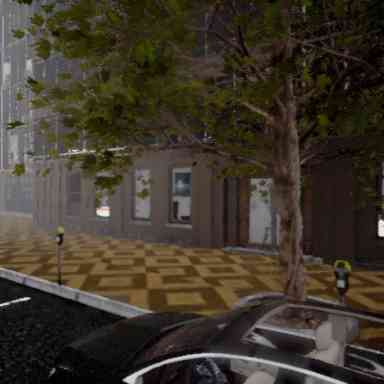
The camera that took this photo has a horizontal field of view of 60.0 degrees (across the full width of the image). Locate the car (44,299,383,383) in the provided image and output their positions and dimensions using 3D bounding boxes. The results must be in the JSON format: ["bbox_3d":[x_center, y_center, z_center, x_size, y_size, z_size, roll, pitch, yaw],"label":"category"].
[{"bbox_3d":[0.673,1.545,2.396,4.403,1.369,2.008,1,0,35],"label":"car"}]
